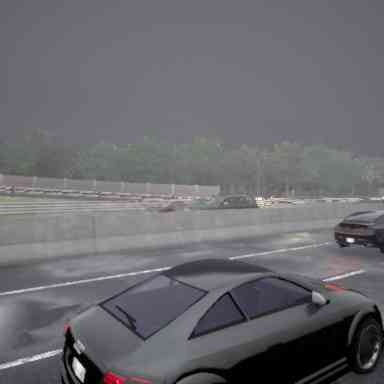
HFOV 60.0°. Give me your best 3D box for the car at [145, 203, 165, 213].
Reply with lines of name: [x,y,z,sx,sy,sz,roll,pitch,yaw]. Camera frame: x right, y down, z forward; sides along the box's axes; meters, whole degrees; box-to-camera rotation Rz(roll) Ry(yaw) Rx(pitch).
car: [-1.802,1.538,28.507,4.674,1.442,1.812,0,0,-36]

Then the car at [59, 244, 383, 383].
car: [0.604,1.565,4.178,4.181,1.385,1.994,0,0,-36]

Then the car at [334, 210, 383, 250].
car: [7.770,1.516,13.595,4.892,1.490,1.837,0,0,-36]

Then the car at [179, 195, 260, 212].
car: [2.217,1.233,22.777,5.566,2.045,2.150,0,0,-36]

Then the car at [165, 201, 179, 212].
car: [0.616,1.365,25.933,4.553,1.767,2.097,0,0,-36]
